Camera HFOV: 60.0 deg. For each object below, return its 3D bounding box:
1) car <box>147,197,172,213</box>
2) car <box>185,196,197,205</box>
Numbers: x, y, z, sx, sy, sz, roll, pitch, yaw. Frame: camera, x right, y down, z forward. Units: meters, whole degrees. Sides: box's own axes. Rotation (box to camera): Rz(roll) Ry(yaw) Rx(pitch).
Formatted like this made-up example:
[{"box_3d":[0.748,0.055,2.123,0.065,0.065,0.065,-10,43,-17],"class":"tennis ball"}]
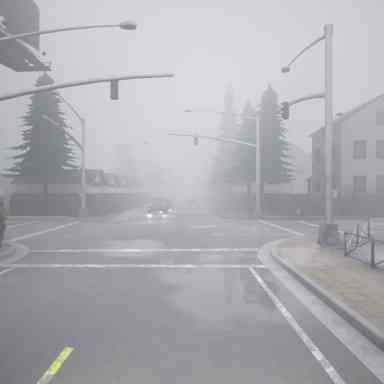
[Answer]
[{"box_3d":[-3.686,1.352,36.990,2.097,1.767,4.553,0,0,0],"class":"car"},{"box_3d":[-0.140,1.491,59.194,2.128,1.511,4.902,0,0,0],"class":"car"}]
